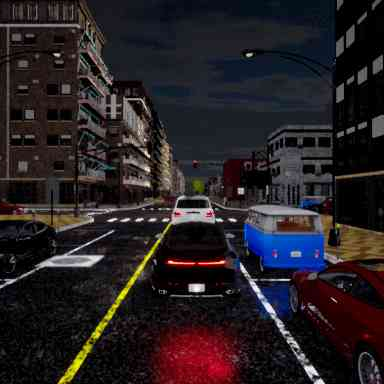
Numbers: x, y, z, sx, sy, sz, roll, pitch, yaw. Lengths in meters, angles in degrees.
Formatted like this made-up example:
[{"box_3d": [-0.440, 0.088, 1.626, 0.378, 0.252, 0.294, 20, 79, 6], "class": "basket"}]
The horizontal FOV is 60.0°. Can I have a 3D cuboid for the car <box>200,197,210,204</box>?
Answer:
[{"box_3d": [2.577, 1.634, 66.173, 1.802, 1.307, 4.206, 0, 0, 0], "class": "car"}]

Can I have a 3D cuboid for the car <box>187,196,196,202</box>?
[{"box_3d": [-0.143, 1.618, 81.479, 2.033, 1.411, 5.357, 0, 0, 0], "class": "car"}]

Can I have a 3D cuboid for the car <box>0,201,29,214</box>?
[{"box_3d": [-17.520, 1.535, 31.084, 4.206, 1.307, 1.802, 0, 0, 0], "class": "car"}]

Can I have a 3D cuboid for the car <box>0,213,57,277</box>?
[{"box_3d": [-5.705, 1.567, 10.319, 1.947, 1.339, 4.313, 0, 0, 0], "class": "car"}]

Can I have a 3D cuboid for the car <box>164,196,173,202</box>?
[{"box_3d": [-5.833, 1.632, 82.775, 2.008, 1.369, 4.403, 0, 0, 0], "class": "car"}]

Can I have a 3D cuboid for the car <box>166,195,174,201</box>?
[{"box_3d": [-5.842, 1.617, 88.144, 1.752, 1.417, 4.829, 0, 0, 0], "class": "car"}]

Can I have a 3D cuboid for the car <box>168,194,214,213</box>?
[{"box_3d": [0.057, 1.225, 18.491, 2.150, 2.045, 5.566, 0, 0, 0], "class": "car"}]

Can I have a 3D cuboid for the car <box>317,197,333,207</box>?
[{"box_3d": [14.868, 1.359, 31.221, 5.009, 1.841, 2.192, 0, 0, 0], "class": "car"}]

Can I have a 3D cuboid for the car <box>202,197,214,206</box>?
[{"box_3d": [2.596, 1.562, 55.265, 1.752, 1.417, 4.829, 0, 0, 0], "class": "car"}]

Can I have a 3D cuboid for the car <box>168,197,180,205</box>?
[{"box_3d": [-3.179, 1.643, 59.108, 1.895, 1.301, 4.718, 0, 0, 0], "class": "car"}]

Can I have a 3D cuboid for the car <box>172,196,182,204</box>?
[{"box_3d": [-3.134, 1.581, 68.164, 1.812, 1.442, 4.674, 0, 0, 0], "class": "car"}]

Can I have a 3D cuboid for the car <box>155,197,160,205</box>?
[{"box_3d": [-5.794, 1.569, 60.448, 1.752, 1.417, 4.829, 0, 0, 0], "class": "car"}]

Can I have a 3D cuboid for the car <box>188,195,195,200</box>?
[{"box_3d": [-0.160, 1.584, 91.929, 1.895, 1.301, 4.718, 0, 0, 0], "class": "car"}]

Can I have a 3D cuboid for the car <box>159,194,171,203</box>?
[{"box_3d": [-5.813, 1.376, 71.697, 2.192, 1.841, 5.009, 0, 0, 0], "class": "car"}]

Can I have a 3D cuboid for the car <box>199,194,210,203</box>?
[{"box_3d": [2.568, 1.376, 71.712, 2.192, 1.841, 5.009, 0, 0, 0], "class": "car"}]

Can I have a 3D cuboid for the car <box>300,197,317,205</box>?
[{"box_3d": [15.082, 1.620, 36.973, 5.357, 1.411, 2.033, 0, 0, 2], "class": "car"}]

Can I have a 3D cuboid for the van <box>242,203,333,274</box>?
[{"box_3d": [2.643, 1.343, 10.308, 1.690, 1.788, 3.998, 0, 0, 0], "class": "van"}]

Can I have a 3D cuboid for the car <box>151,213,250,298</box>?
[{"box_3d": [0.083, 1.506, 8.491, 1.837, 1.490, 4.892, 0, 0, 0], "class": "car"}]

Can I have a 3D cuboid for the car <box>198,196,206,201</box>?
[{"box_3d": [2.538, 1.643, 88.329, 2.008, 1.369, 4.403, 0, 0, 0], "class": "car"}]

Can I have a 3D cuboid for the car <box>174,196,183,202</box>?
[{"box_3d": [-3.138, 1.624, 78.180, 1.994, 1.385, 4.181, 0, 0, 0], "class": "car"}]

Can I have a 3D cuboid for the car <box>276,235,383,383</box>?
[{"box_3d": [2.652, 1.582, 4.619, 1.802, 1.307, 4.206, 0, 0, 0], "class": "car"}]

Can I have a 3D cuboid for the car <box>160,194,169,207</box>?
[{"box_3d": [-3.187, 1.383, 50.165, 2.097, 1.767, 4.553, 0, 0, 0], "class": "car"}]
